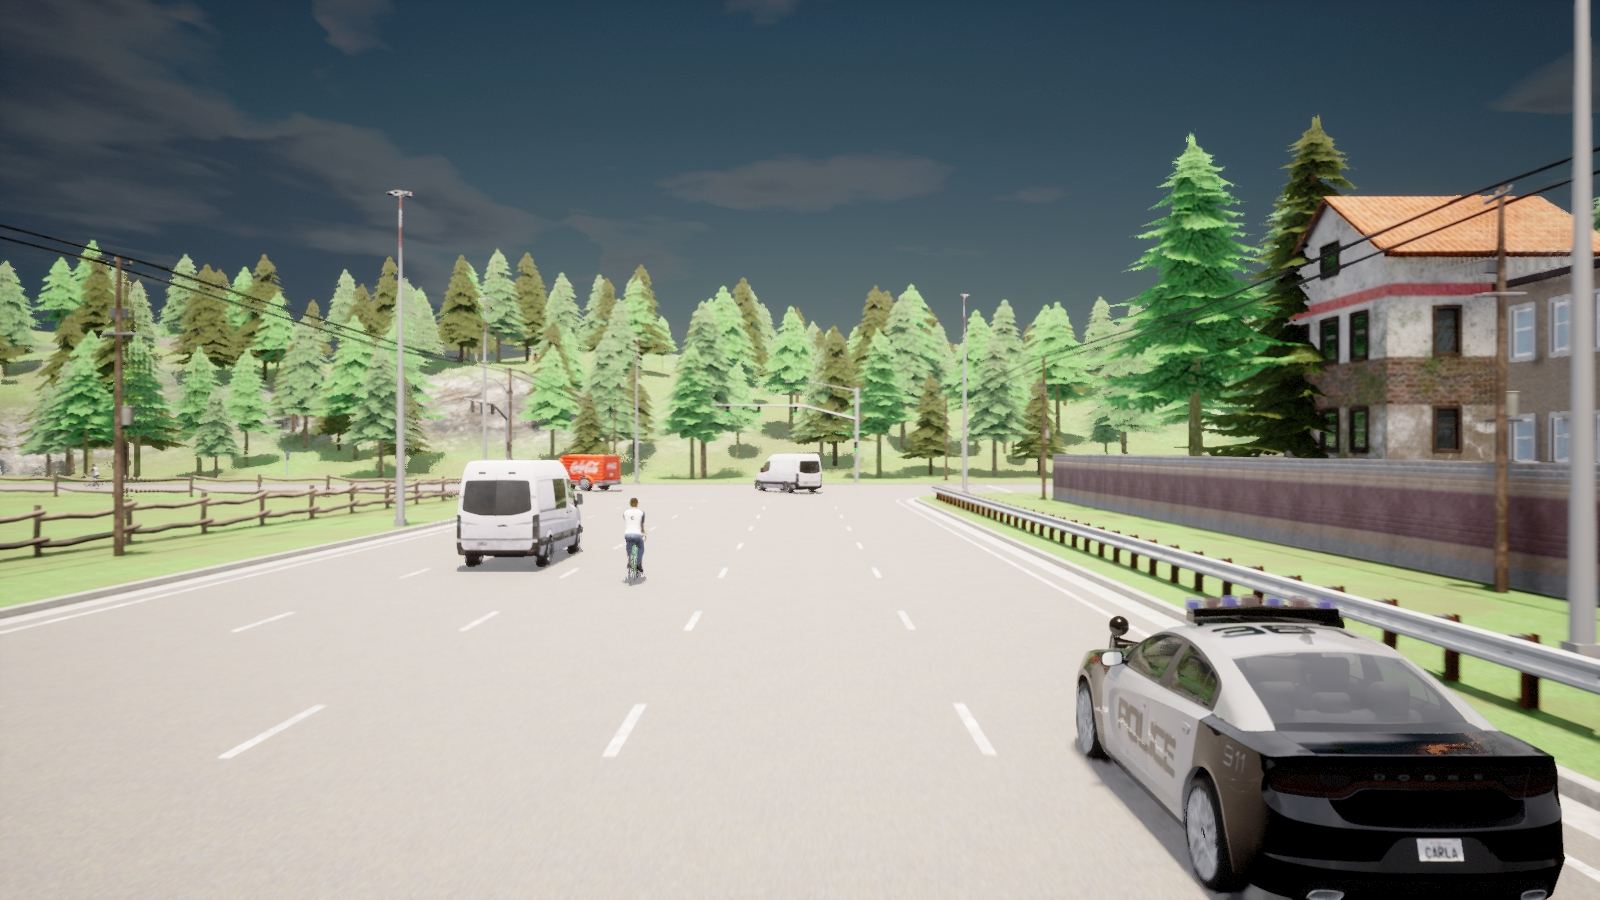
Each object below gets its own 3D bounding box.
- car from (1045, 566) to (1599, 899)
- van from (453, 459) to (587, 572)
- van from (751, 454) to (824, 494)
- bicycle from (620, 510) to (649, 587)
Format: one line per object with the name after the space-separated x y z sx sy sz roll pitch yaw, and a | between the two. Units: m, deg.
3.500 1.982 8.829 2.097 1.638 5.238 0 0 0 | car
-6.996 1.534 29.238 1.988 2.561 5.915 0 0 0 | van
-0.885 1.533 75.571 1.988 2.561 5.915 1 0 -32 | van
-3.501 2.055 24.261 0.373 1.496 1.643 0 0 0 | bicycle
